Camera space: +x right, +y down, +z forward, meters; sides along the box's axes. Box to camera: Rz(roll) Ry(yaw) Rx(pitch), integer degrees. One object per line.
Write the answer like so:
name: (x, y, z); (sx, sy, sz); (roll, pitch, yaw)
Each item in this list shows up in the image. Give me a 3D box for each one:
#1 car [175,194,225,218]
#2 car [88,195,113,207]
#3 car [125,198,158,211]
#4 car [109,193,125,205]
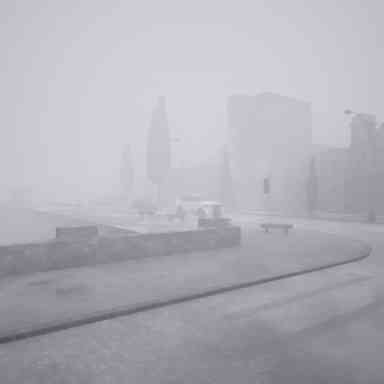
car: (0.577, 1.221, 30.454); (2.150, 2.045, 5.566); (0, 0, -36)
car: (-14.665, 1.548, 51.930); (2.033, 1.411, 5.357); (0, 0, -35)
car: (-5.745, 1.503, 39.315); (1.837, 1.490, 4.892); (0, 0, -35)
car: (-13.334, 1.221, 57.152); (2.150, 2.045, 5.566); (0, 0, -36)
